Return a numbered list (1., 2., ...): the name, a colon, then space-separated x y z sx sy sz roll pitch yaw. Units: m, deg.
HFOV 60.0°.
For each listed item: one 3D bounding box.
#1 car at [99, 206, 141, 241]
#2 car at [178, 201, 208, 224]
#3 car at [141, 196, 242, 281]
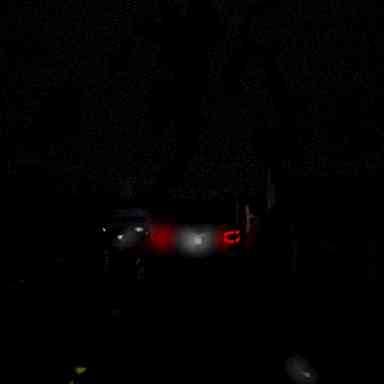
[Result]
1. car: -2.796 1.372 15.770 2.033 1.411 5.357 0 1 0
2. car: 0.074 1.344 23.119 1.895 1.301 4.718 0 1 0
3. car: 0.090 1.112 9.647 2.150 2.045 5.566 0 1 0
